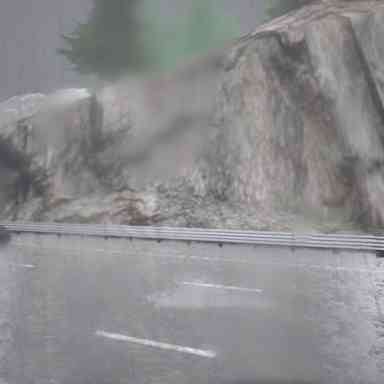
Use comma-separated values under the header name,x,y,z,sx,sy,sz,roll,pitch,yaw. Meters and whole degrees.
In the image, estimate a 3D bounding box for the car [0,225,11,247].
name,x,y,z,sx,sy,sz,roll,pitch,yaw
car,-10.108,1.770,14.687,4.181,1.385,1.994,0,-1,22
